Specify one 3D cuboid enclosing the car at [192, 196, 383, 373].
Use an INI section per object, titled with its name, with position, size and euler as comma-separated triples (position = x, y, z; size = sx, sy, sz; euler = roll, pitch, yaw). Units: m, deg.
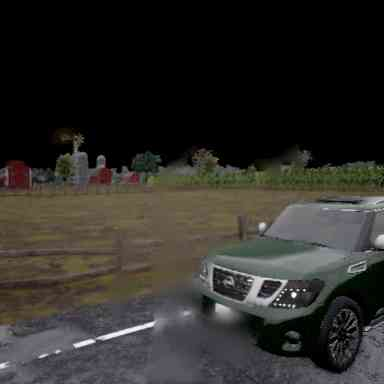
[car]
position = 2.650, 1.128, 5.877
size = 5.566, 2.045, 2.150
euler = -1, 1, -35
